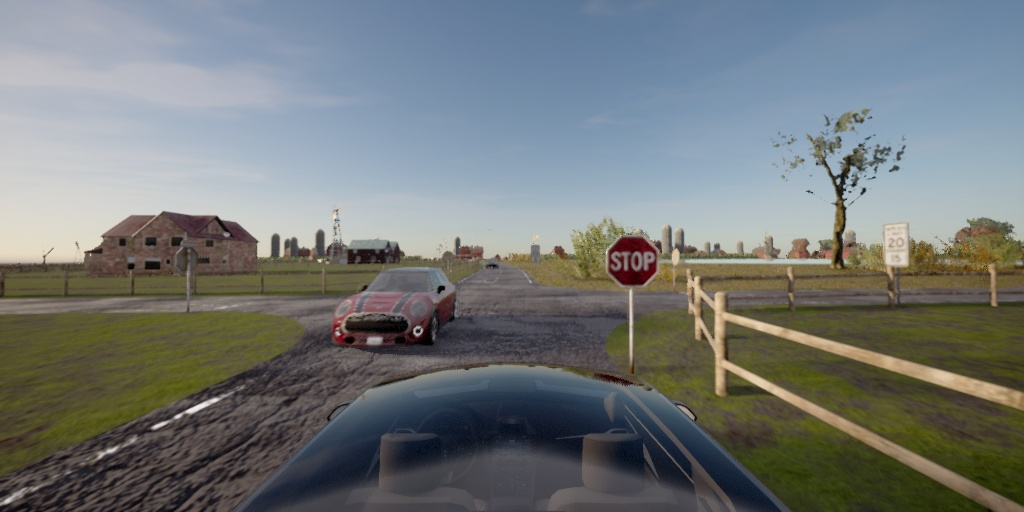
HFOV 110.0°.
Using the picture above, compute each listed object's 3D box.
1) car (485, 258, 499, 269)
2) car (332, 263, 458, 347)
[{"bbox_3d":[-3.006,1.096,54.889,2.097,1.767,4.553,0,0,-2],"label":"car"},{"bbox_3d":[-2.742,1.099,9.413,2.097,1.767,4.553,0,0,0],"label":"car"}]
